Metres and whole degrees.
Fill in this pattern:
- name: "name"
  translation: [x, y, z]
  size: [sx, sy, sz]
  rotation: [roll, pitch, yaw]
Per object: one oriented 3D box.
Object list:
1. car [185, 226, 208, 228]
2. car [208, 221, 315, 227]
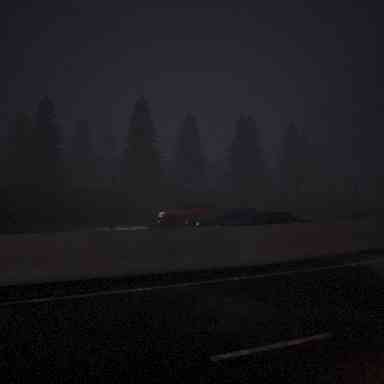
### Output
- name: "car"
  translation: [2.273, 1.542, 18.914]
  size: [5.357, 1.411, 2.033]
  rotation: [0, 0, -26]
- name: "car"
  translation: [3.398, 1.596, 15.609]
  size: [4.718, 1.301, 1.895]
  rotation: [0, 0, -26]
